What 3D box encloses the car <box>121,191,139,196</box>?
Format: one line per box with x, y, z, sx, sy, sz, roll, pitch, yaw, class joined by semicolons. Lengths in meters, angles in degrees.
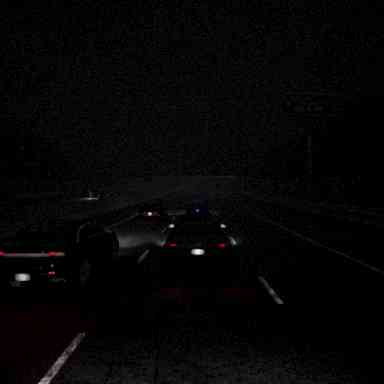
-12.031;0.440;66.947;2.033;1.411;5.357;0;2;3;car

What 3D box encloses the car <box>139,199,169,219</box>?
-3.047;1.315;26.912;1.837;1.490;4.892;0;1;1;car

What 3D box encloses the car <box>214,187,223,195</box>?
6.206;0.030;78.131;1.895;1.301;4.718;0;3;4;car

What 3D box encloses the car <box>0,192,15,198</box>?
-17.217;1.009;28.263;2.150;2.045;5.566;0;1;2;car

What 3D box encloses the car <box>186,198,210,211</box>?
0.494;1.264;28.530;1.882;1.535;5.008;0;1;1;car

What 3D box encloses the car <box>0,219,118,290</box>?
-3.342;1.471;9.023;2.128;1.511;4.902;0;0;0;car

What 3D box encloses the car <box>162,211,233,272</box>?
0.175;1.536;10.770;1.994;1.385;4.181;0;0;1;car

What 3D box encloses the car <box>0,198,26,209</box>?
-13.800;1.404;24.518;1.994;1.385;4.181;0;1;1;car

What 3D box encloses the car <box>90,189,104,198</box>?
-19.016;0.243;67.393;2.097;1.767;4.553;0;2;3;car

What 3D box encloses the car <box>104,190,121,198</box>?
-15.524;0.393;67.146;1.837;1.490;4.892;0;2;3;car
